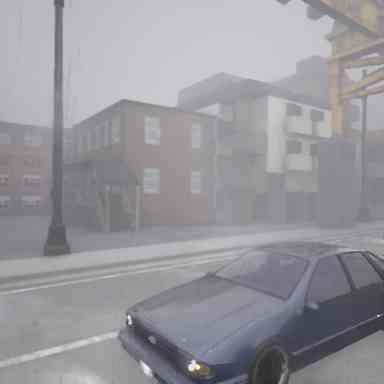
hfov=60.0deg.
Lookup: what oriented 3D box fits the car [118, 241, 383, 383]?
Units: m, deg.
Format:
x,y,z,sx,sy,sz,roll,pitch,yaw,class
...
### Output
x,y,z,sx,sy,sz,roll,pitch,yaw,class
1.666,1.542,5.181,5.357,1.411,2.033,0,0,-36,car
